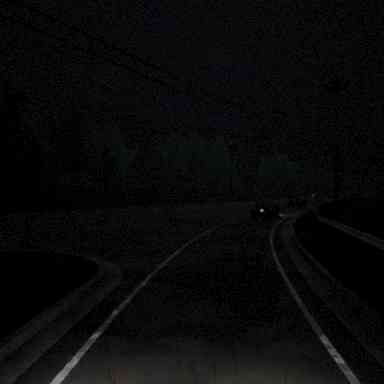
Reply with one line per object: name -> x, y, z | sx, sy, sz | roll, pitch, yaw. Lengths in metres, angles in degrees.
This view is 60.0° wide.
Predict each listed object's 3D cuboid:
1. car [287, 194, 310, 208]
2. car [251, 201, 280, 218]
car -> 14.860, 1.269, 46.894 | 2.097, 1.767, 4.553 | 0, 0, 28
car -> 6.528, 1.504, 29.264 | 1.994, 1.385, 4.181 | 0, 0, 22
